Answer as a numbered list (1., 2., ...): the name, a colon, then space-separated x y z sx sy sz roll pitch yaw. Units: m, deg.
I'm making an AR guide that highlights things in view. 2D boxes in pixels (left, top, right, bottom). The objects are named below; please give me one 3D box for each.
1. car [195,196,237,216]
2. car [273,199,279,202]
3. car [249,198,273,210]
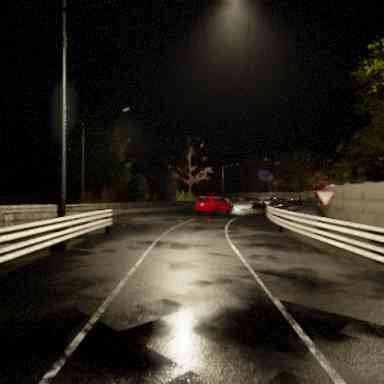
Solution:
1. car: 2.525 1.525 37.158 2.150 2.045 5.566 0 -1 33
2. car: 18.331 2.185 73.465 1.994 1.385 4.181 0 -1 13
3. car: 10.733 2.037 51.852 1.895 1.301 4.718 0 -1 25
